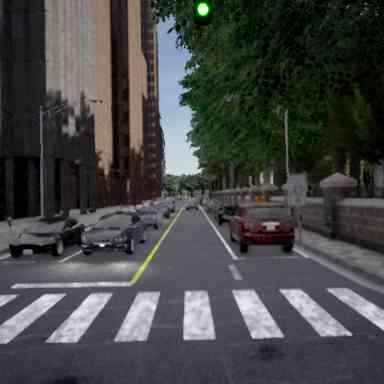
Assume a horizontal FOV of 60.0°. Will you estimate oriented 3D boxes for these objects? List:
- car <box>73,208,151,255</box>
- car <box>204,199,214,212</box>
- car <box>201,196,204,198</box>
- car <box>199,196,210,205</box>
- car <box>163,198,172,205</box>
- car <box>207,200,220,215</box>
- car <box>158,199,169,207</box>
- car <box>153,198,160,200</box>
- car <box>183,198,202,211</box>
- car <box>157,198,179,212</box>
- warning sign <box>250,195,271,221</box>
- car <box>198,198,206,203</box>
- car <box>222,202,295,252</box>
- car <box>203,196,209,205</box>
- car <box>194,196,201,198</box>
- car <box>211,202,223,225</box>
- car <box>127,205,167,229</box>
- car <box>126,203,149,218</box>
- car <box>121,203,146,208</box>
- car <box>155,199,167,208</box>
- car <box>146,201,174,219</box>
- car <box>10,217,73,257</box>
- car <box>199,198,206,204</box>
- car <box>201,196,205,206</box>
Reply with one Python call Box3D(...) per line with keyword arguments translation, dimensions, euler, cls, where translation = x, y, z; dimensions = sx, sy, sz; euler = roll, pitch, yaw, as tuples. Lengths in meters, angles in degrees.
Box3D(translation=(-3.131, 1.648, 14.167), dimensions=(1.837, 1.490, 4.892), euler=(-1, 0, 1), cls="car")
Box3D(translation=(2.725, 1.766, 35.730), dimensions=(2.008, 1.369, 4.403), euler=(-1, 0, 0), cls="car")
Box3D(translation=(2.707, 1.974, 63.182), dimensions=(1.752, 1.417, 4.829), euler=(-1, -1, 0), cls="car")
Box3D(translation=(2.697, 1.860, 73.927), dimensions=(2.192, 1.841, 5.009), euler=(-1, -1, 0), cls="car")
Box3D(translation=(-5.828, 2.193, 79.372), dimensions=(1.967, 1.590, 4.097), euler=(-1, -1, 0), cls="car")
Box3D(translation=(2.728, 1.720, 30.274), dimensions=(2.008, 1.369, 4.403), euler=(-1, 0, 0), cls="car")
Box3D(translation=(-5.819, 2.199, 68.458), dimensions=(1.887, 1.381, 4.507), euler=(-1, -1, 0), cls="car")
Box3D(translation=(-5.809, 2.094, 52.087), dimensions=(1.802, 1.307, 4.206), euler=(-1, 0, 0), cls="car")
Box3D(translation=(0.053, 1.911, 47.357), dimensions=(2.033, 1.411, 5.357), euler=(-1, 0, 1), cls="car")
Box3D(translation=(-3.096, 1.931, 42.766), dimensions=(2.033, 1.411, 5.357), euler=(-1, 0, 0), cls="car")
Box3D(translation=(5.028, 1.193, 24.566), dimensions=(1.300, 1.860, 1.060), euler=(-1, 0, 0), cls="warning sign")
Box3D(translation=(2.691, 2.258, 90.294), dimensions=(1.947, 1.339, 4.313), euler=(-1, -1, 0), cls="car")
Box3D(translation=(2.734, 1.346, 13.907), dimensions=(2.192, 1.841, 5.009), euler=(-1, 0, 0), cls="car")
Box3D(translation=(2.719, 1.701, 41.188), dimensions=(1.967, 1.590, 4.097), euler=(-1, 0, 0), cls="car")
Box3D(translation=(0.044, 1.945, 57.966), dimensions=(2.128, 1.511, 4.902), euler=(-1, 0, 0), cls="car")
Box3D(translation=(2.732, 1.689, 24.817), dimensions=(1.947, 1.339, 4.313), euler=(-1, 0, 0), cls="car")
Box3D(translation=(-3.128, 1.821, 23.421), dimensions=(1.895, 1.301, 4.718), euler=(-1, 0, 0), cls="car")
Box3D(translation=(-5.798, 1.956, 35.716), dimensions=(1.802, 1.307, 4.206), euler=(-1, 0, 0), cls="car")
Box3D(translation=(-5.796, 1.878, 30.260), dimensions=(2.008, 1.369, 4.403), euler=(-1, 0, 0), cls="car")
Box3D(translation=(-5.816, 2.151, 63.001), dimensions=(1.887, 1.381, 4.507), euler=(-1, 0, 0), cls="car")
Box3D(translation=(-3.127, 1.862, 32.622), dimensions=(1.994, 1.385, 4.181), euler=(-1, 0, 0), cls="car")
Box3D(translation=(-5.785, 1.756, 13.889), dimensions=(1.947, 1.339, 4.313), euler=(-1, 0, 0), cls="car")
Box3D(translation=(2.694, 2.170, 85.007), dimensions=(1.752, 1.417, 4.829), euler=(-1, -1, 0), cls="car")
Box3D(translation=(2.716, 1.748, 46.644), dimensions=(1.967, 1.590, 4.097), euler=(-1, 0, 0), cls="car")
